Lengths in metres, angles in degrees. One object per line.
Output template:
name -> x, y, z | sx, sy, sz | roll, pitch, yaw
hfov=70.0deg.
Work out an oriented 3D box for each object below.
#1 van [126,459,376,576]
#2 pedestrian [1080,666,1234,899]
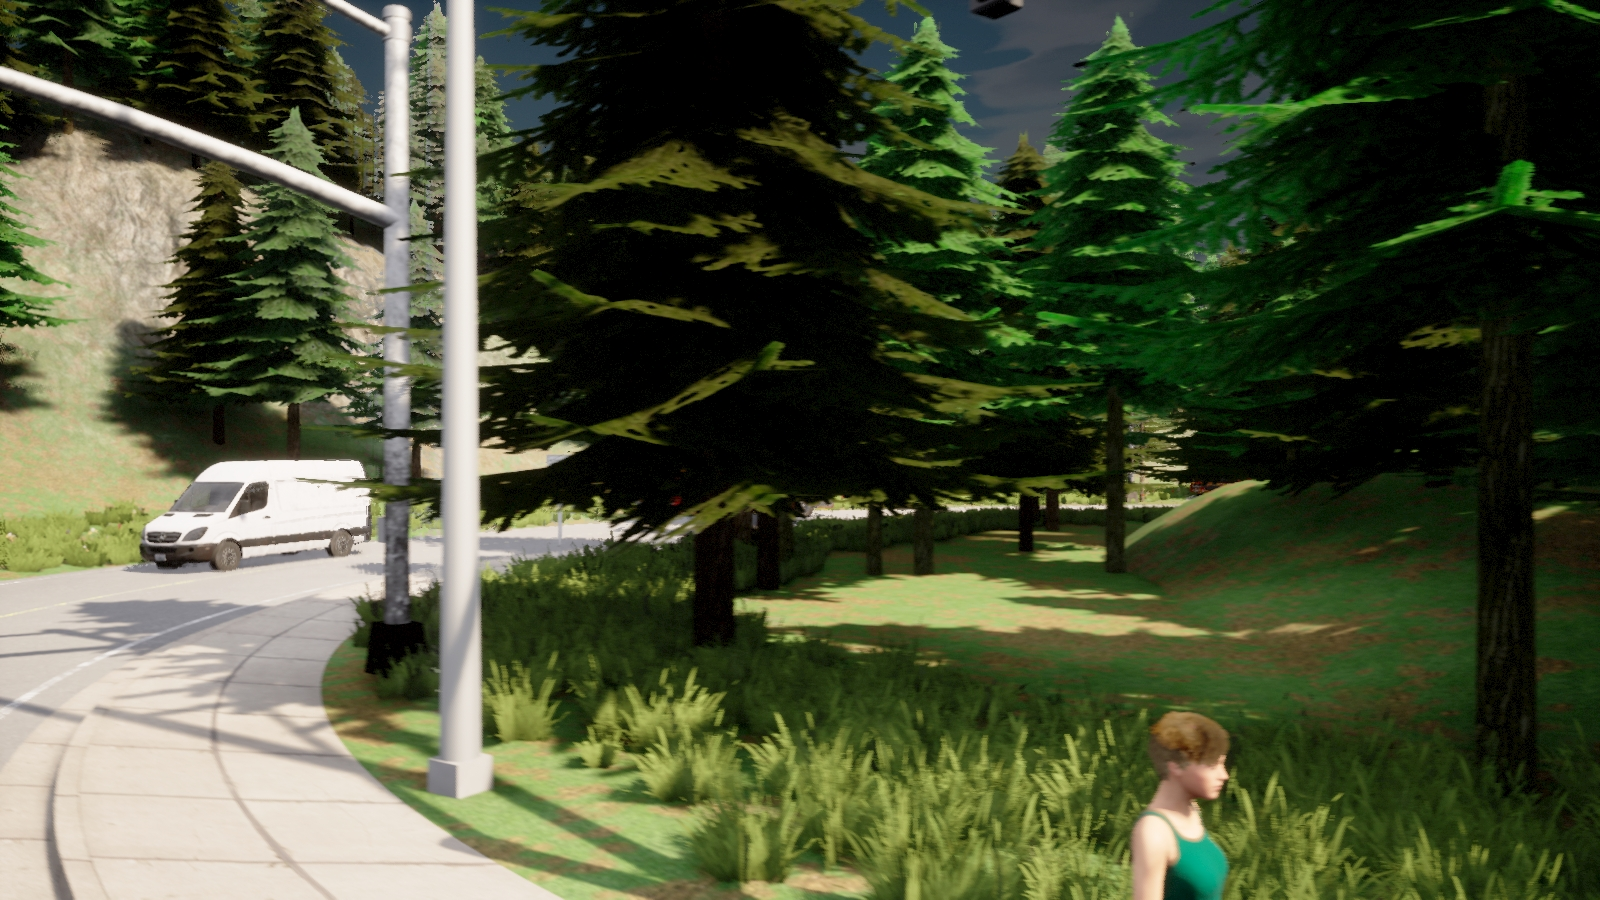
van -> -13.429, 1.519, 28.513 | 1.988, 2.561, 5.915 | 0, 0, 20
pedestrian -> 1.145, 1.670, 3.651 | 0.375, 1.860, 0.375 | 0, 0, 35
